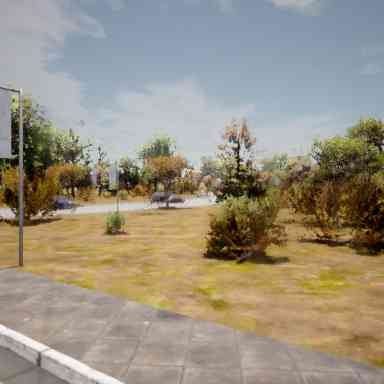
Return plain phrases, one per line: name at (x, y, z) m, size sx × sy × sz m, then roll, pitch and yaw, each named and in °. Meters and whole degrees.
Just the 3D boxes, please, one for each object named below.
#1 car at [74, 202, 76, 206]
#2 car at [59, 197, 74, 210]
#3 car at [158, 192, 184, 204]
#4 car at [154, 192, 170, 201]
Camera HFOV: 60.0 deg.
car at (-18.254, 1.585, 44.903) m, size 1.895 × 1.301 × 4.718 m, roll 0°, pitch 0°, yaw 39°
car at (-17.357, 1.348, 40.424) m, size 2.097 × 1.767 × 4.553 m, roll 0°, pitch 0°, yaw 39°
car at (-3.235, 1.288, 58.009) m, size 1.812 × 1.442 × 4.674 m, roll 0°, pitch 1°, yaw 38°
car at (-5.547, 0.975, 60.715) m, size 2.150 × 2.045 × 5.566 m, roll 0°, pitch 1°, yaw 38°
